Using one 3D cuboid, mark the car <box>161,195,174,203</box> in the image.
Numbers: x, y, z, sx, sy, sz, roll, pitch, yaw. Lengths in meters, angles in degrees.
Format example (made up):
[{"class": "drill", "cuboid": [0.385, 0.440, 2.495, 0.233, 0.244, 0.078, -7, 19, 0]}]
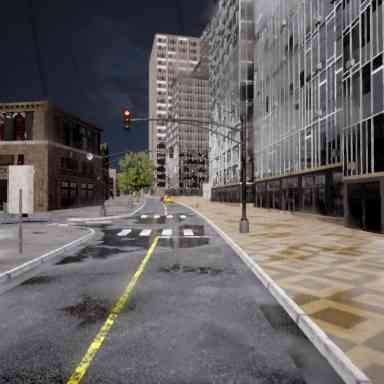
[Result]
[{"class": "car", "cuboid": [-4.846, 1.466, 68.185, 1.882, 1.535, 5.008, 0, 0, -8]}]
